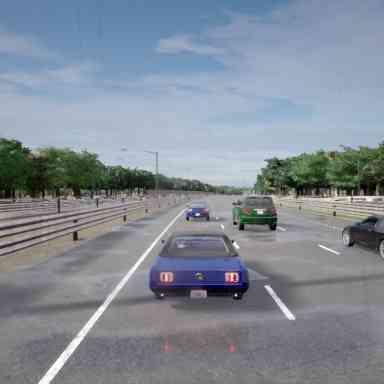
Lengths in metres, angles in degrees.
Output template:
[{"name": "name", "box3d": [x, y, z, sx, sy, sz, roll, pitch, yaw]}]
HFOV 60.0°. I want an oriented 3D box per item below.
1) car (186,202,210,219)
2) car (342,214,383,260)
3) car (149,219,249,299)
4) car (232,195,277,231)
[{"name": "car", "box3d": [0.484, 1.526, 27.252, 1.812, 1.442, 4.674, 0, 0, 1]}, {"name": "car", "box3d": [7.196, 1.525, 12.098, 1.812, 1.442, 4.674, 0, 0, 1]}, {"name": "car", "box3d": [0.148, 1.600, 8.369, 1.895, 1.301, 4.718, 0, 0, 0]}, {"name": "car", "box3d": [3.828, 1.222, 20.953, 2.150, 2.045, 5.566, 0, 0, 2]}]
